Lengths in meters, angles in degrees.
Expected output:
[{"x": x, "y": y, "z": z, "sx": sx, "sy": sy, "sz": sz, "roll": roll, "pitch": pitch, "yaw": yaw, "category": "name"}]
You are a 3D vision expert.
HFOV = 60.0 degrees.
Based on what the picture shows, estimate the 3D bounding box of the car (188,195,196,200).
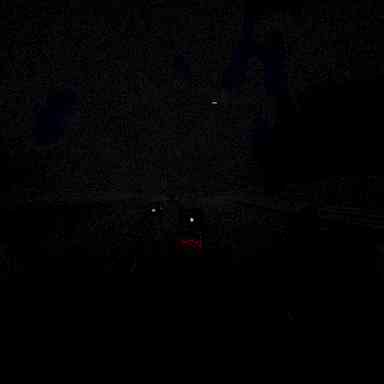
[{"x": -0.018, "y": 1.594, "z": 82.188, "sx": 1.837, "sy": 1.490, "sz": 4.892, "roll": 0, "pitch": 0, "yaw": 0, "category": "car"}]

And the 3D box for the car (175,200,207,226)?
[{"x": -0.007, "y": 1.531, "z": 23.644, "sx": 1.837, "sy": 1.490, "sz": 4.892, "roll": 0, "pitch": 0, "yaw": 0, "category": "car"}]

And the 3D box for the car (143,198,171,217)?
[{"x": -3.411, "y": 1.599, "z": 31.657, "sx": 1.994, "sy": 1.385, "sz": 4.181, "roll": 0, "pitch": 0, "yaw": 0, "category": "car"}]

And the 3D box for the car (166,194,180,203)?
[{"x": -3.414, "y": 1.281, "z": 59.387, "sx": 2.150, "sy": 2.045, "sz": 5.566, "roll": 0, "pitch": 0, "yaw": 0, "category": "car"}]
